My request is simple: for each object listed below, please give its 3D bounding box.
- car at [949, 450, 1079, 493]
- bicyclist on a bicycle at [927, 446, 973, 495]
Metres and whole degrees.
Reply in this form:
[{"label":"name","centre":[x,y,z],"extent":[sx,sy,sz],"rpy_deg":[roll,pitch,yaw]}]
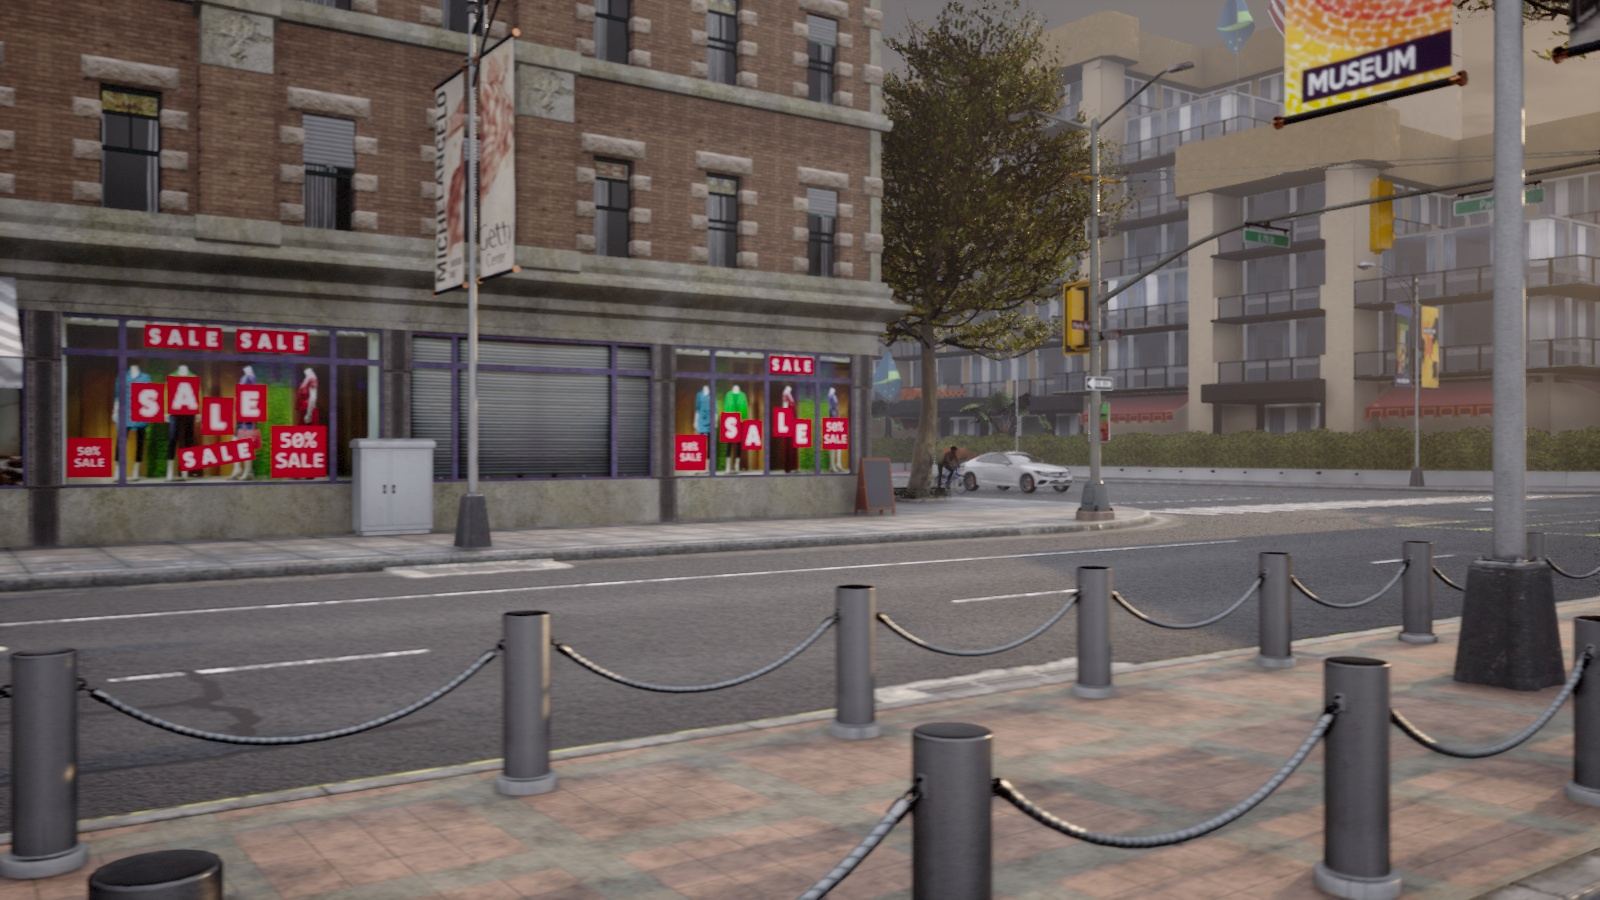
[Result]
[{"label":"car","centre":[7.570,0.723,44.810],"extent":[1.812,1.442,4.674],"rpy_deg":[0,0,-35]},{"label":"bicyclist on a bicycle","centre":[5.048,0.665,42.312],"extent":[0.582,1.620,1.656],"rpy_deg":[0,0,-35]}]
